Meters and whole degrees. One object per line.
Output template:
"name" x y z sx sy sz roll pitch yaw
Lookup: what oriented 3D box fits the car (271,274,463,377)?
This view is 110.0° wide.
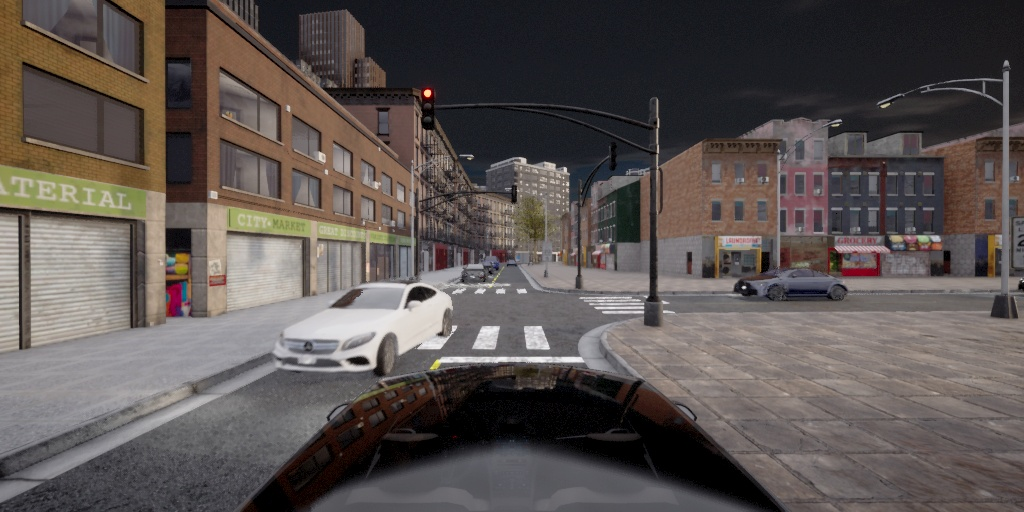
"car" -2.682 1.275 7.639 1.812 1.442 4.674 -1 0 9

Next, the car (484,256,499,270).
"car" -2.936 0.997 49.741 2.150 2.045 5.566 0 0 1

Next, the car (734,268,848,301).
"car" 12.500 1.235 16.230 4.181 1.385 1.994 0 0 0

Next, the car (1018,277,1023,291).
"car" 26.286 1.105 16.294 4.892 1.490 1.837 0 0 0

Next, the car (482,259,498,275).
"car" -2.934 1.311 39.120 2.033 1.411 5.357 0 0 0

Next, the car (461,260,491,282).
"car" -2.902 1.281 28.688 1.812 1.442 4.674 0 0 0
